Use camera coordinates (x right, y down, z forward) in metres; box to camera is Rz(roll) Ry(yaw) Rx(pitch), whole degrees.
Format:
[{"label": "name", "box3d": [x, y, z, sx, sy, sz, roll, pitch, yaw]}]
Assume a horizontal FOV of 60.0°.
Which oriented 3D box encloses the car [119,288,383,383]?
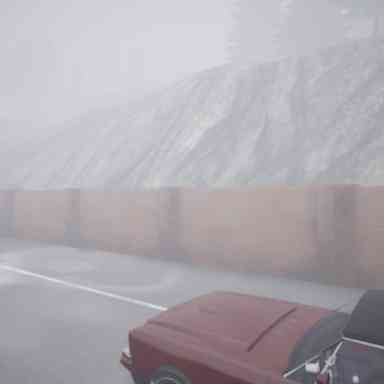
[{"label": "car", "box3d": [1.587, 1.601, 2.858, 4.718, 1.301, 1.895, 0, 0, 35]}]
